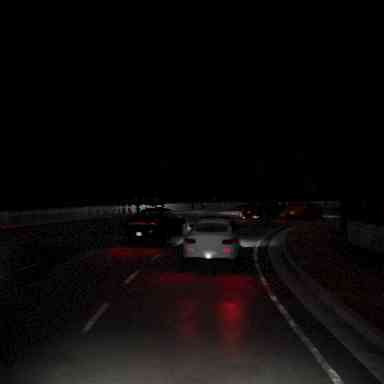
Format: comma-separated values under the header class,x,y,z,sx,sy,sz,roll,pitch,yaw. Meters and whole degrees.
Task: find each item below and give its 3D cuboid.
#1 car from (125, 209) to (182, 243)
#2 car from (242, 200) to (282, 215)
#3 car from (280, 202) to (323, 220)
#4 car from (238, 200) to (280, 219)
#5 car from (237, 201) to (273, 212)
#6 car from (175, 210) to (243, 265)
class,x,y,z,sx,sy,sz,roll,pitch,yaw
car,-1.656,1.588,16.648,2.128,1.511,4.902,0,0,15
car,8.050,1.721,38.145,4.892,1.490,1.837,0,-1,-39
car,10.394,1.650,30.649,1.882,1.535,5.008,-1,-1,43
car,6.772,1.658,31.863,1.882,1.535,5.008,-1,-1,41
car,8.119,1.842,42.706,4.718,1.301,1.895,0,0,-35
car,0.815,1.593,11.864,1.812,1.442,4.674,0,0,9
